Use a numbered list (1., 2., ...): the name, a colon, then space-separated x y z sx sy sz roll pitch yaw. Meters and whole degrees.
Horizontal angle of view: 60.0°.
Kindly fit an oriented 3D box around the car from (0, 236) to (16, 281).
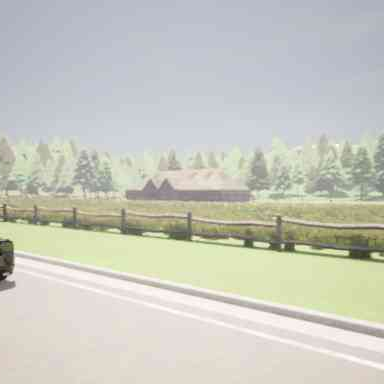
1. car: -6.532 1.473 8.608 5.008 1.535 1.882 -1 0 36
